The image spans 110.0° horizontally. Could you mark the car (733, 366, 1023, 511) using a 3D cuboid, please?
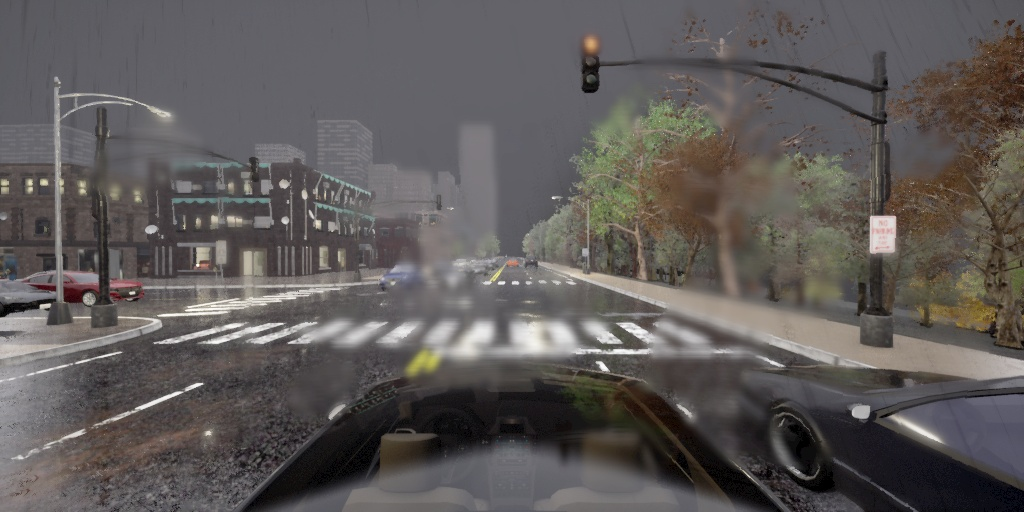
[{"bbox_3d":[3.350,1.297,1.482,2.033,1.411,5.357,0,0,0],"label":"car"}]

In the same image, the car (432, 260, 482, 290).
[{"bbox_3d":[-3.325,1.238,22.651,2.128,1.511,4.902,0,0,0],"label":"car"}]

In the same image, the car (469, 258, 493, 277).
[{"bbox_3d":[-3.309,1.231,35.460,2.128,1.511,4.902,0,0,0],"label":"car"}]

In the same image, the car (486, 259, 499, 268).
[{"bbox_3d":[-3.251,1.254,60.713,1.812,1.442,4.674,0,0,1],"label":"car"}]

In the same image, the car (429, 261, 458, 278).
[{"bbox_3d":[-6.559,1.244,34.903,1.837,1.490,4.892,0,0,0],"label":"car"}]

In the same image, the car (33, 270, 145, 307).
[{"bbox_3d":[-19.822,1.448,16.363,5.008,1.535,1.882,-1,1,0],"label":"car"}]

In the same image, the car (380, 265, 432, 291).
[{"bbox_3d":[-6.575,1.270,22.159,1.812,1.442,4.674,0,0,0],"label":"car"}]

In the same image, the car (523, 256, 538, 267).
[{"bbox_3d":[3.424,0.948,64.229,2.150,2.045,5.566,0,0,0],"label":"car"}]

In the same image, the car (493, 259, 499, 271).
[{"bbox_3d":[-3.291,1.225,47.760,2.128,1.511,4.902,0,0,0],"label":"car"}]

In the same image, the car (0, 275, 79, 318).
[{"bbox_3d":[-19.933,1.564,13.658,4.313,1.339,1.948,0,0,0],"label":"car"}]

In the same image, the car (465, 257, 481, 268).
[{"bbox_3d":[-6.501,1.080,59.988,2.097,1.767,4.553,0,0,0],"label":"car"}]
